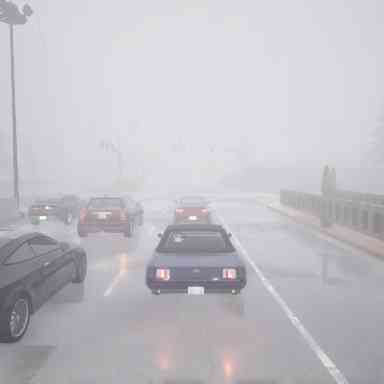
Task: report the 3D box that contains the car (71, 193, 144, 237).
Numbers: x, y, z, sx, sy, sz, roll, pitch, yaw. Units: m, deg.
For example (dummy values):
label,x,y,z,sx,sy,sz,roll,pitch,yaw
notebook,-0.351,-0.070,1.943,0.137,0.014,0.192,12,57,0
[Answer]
label,x,y,z,sx,sy,sz,roll,pitch,yaw
car,-3.465,0.841,14.932,2.097,1.767,4.553,0,3,0

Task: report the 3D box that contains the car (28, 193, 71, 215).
label,x,y,z,sx,sy,sz,roll,pitch,yaw
car,-6.981,0.821,17.926,1.837,1.490,4.892,0,3,0

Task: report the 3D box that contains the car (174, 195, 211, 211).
label,x,y,z,sx,sy,sz,roll,pitch,yaw
car,0.024,0.878,17.361,1.812,1.442,4.674,0,3,0

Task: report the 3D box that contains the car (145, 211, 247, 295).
label,x,y,z,sx,sy,sz,roll,pitch,yaw
car,0.069,1.429,8.289,1.895,1.301,4.718,0,2,0

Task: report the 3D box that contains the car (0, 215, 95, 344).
label,x,y,z,sx,sy,sz,roll,pitch,yaw
car,-3.425,1.426,6.137,1.812,1.442,4.674,0,2,0
